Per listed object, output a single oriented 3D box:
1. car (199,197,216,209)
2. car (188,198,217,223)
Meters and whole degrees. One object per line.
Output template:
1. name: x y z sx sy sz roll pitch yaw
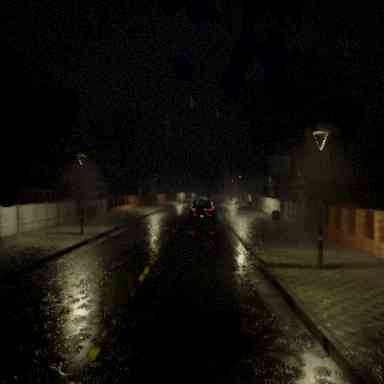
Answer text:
1. car: 1.962 1.349 41.334 1.895 1.301 4.718 0 0 5
2. car: 0.771 1.341 23.891 2.128 1.511 4.902 0 0 3
